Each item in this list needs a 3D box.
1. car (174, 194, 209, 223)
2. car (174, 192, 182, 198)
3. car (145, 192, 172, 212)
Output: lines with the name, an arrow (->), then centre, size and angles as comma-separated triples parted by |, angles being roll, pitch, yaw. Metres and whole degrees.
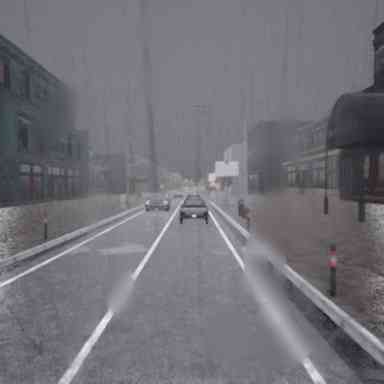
car -> 0.130, 1.180, 22.453 | 2.128, 1.511, 4.902 | 0, 1, 0
car -> -2.903, 0.689, 71.558 | 1.882, 1.535, 5.008 | 0, 0, 0
car -> -3.052, 0.865, 30.743 | 2.097, 1.767, 4.553 | 0, 1, 0
